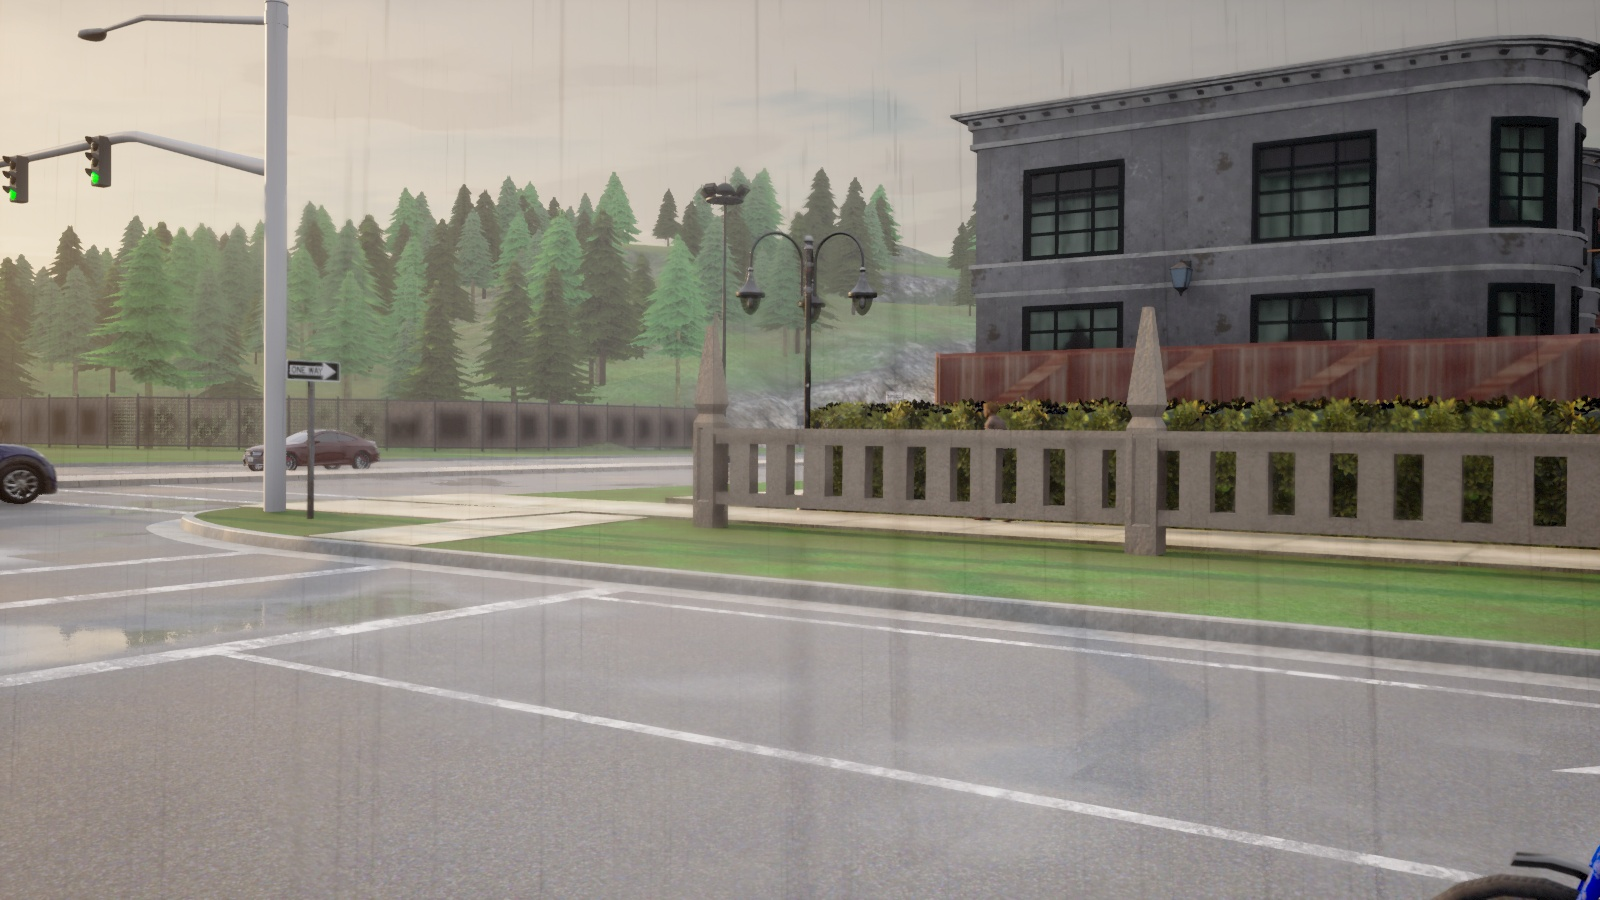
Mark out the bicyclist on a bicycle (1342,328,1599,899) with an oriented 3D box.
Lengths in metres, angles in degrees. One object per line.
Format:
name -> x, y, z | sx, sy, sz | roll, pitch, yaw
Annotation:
bicyclist on a bicycle -> 1.922, 0.615, 2.339 | 1.509, 1.612, 0.866 | 4, 3, 34

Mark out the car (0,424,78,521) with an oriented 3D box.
car -> -15.957, 0.424, 22.709 | 2.097, 1.767, 4.553 | 0, 1, 34

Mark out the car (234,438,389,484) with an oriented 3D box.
car -> -16.435, 0.326, 42.475 | 1.812, 1.442, 4.674 | 0, 1, 34

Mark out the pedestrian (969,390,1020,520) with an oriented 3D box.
pedestrian -> 2.809, 0.067, 18.159 | 0.634, 1.846, 0.331 | 0, 1, 37
